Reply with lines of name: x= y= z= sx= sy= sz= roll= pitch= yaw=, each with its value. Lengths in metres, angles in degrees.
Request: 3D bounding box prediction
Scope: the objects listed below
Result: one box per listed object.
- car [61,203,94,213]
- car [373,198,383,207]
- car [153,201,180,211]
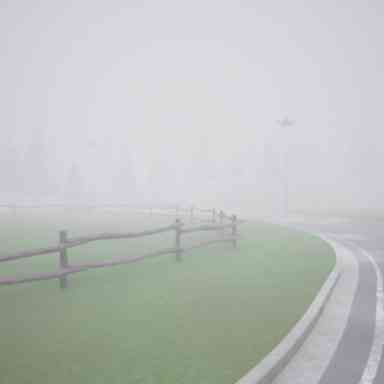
car: x=-15.655 y=2.171 z=45.619 sx=4.181 sy=1.385 sz=1.994 roll=0 pitch=-1 yaw=-4
car: x=35.662 y=1.757 z=61.064 sx=4.553 sy=1.767 sz=2.097 roll=0 pitch=-1 yaw=-5
car: x=-3.921 y=2.058 z=51.065 sx=5.008 sy=1.535 sz=1.882 roll=-1 pitch=-1 yaw=45
